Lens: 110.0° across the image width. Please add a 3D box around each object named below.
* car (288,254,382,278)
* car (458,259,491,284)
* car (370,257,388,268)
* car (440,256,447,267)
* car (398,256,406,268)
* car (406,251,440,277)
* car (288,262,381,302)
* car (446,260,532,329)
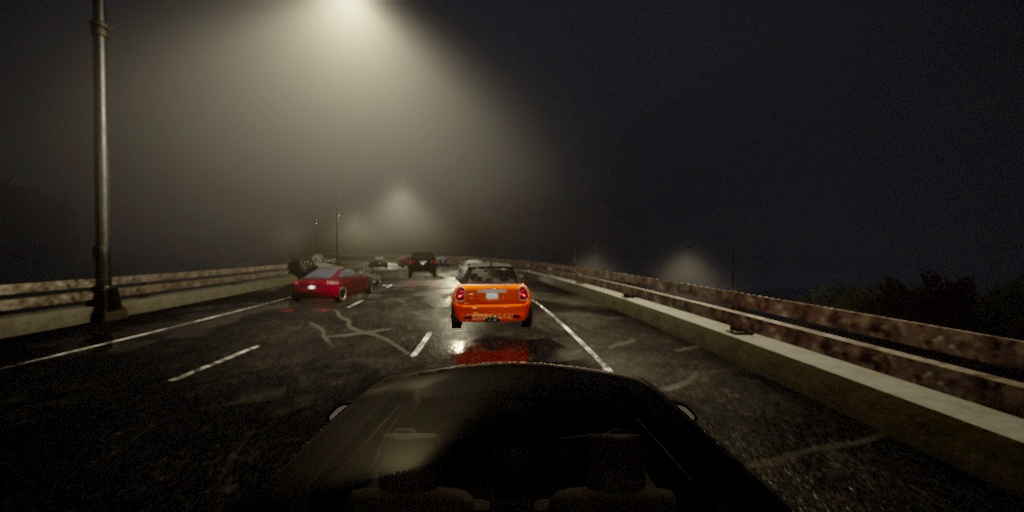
[{"bbox_3d":[-10.086,1.114,20.503,4.902,1.511,2.128,15,2,-10],"label":"car"},{"bbox_3d":[-2.643,0.982,24.612,1.812,1.442,4.674,0,1,-11],"label":"car"},{"bbox_3d":[-16.851,0.781,45.210,1.994,1.385,4.181,0,1,-25],"label":"car"},{"bbox_3d":[-9.389,0.741,45.803,2.033,1.411,5.357,0,1,-23],"label":"car"},{"bbox_3d":[-13.679,0.668,46.679,1.882,1.535,5.008,0,1,-25],"label":"car"},{"bbox_3d":[-7.521,0.619,29.987,2.150,2.045,5.566,0,1,-15],"label":"car"},{"bbox_3d":[-7.706,1.145,15.831,1.994,1.385,4.181,0,1,0],"label":"car"},{"bbox_3d":[-0.675,0.982,11.000,2.097,1.767,4.553,0,1,-5],"label":"car"}]
